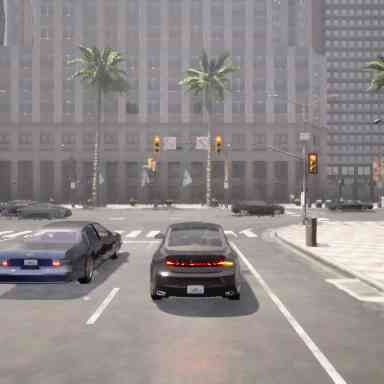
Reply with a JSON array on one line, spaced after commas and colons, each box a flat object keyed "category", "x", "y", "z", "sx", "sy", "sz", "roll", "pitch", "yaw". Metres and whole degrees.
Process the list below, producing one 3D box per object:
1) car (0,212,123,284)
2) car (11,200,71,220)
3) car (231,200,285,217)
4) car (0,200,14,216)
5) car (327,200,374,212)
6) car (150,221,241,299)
[{"category": "car", "x": -3.422, "y": 1.547, "z": 9.597, "sx": 2.033, "sy": 1.411, "sz": 5.357, "roll": 0, "pitch": 0, "yaw": 0}, {"category": "car", "x": -12.317, "y": 1.564, "z": 27.850, "sx": 4.181, "sy": 1.385, "sz": 1.994, "roll": 0, "pitch": 0, "yaw": 0}, {"category": "car", "x": 6.167, "y": 1.477, "z": 31.315, "sx": 5.008, "sy": 1.535, "sz": 1.882, "roll": 0, "pitch": 0, "yaw": 0}, {"category": "car", "x": -15.648, "y": 1.491, "z": 31.345, "sx": 4.902, "sy": 1.511, "sz": 2.128, "roll": 0, "pitch": 0, "yaw": 0}, {"category": "car", "x": 18.215, "y": 1.601, "z": 38.483, "sx": 4.718, "sy": 1.301, "sz": 1.895, "roll": 0, "pitch": 0, "yaw": 0}, {"category": "car", "x": 0.074, "y": 1.505, "z": 8.403, "sx": 1.837, "sy": 1.490, "sz": 4.892, "roll": 0, "pitch": 0, "yaw": 0}]
